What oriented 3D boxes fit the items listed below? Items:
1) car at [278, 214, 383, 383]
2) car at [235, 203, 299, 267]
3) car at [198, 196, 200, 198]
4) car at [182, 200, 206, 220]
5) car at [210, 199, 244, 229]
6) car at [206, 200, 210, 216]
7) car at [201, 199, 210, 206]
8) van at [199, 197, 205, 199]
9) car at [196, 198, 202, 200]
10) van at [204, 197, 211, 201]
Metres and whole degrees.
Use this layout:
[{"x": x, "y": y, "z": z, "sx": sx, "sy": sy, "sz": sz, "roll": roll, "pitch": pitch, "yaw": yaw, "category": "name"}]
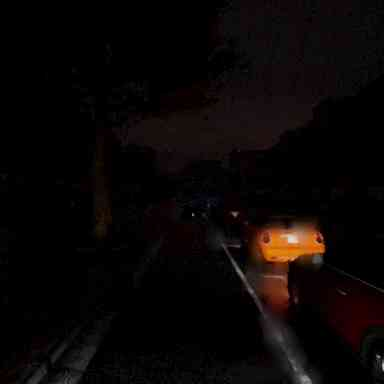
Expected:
[{"x": 2.995, "y": 1.399, "z": 5.008, "sx": 2.097, "sy": 1.767, "sz": 4.553, "roll": 0, "pitch": -1, "yaw": 0, "category": "car"}, {"x": 3.004, "y": 1.463, "z": 12.008, "sx": 2.097, "sy": 1.767, "sz": 4.553, "roll": 0, "pitch": -1, "yaw": 0, "category": "car"}, {"x": 2.747, "y": 2.117, "z": 73.002, "sx": 1.967, "sy": 1.590, "sz": 4.097, "roll": 1, "pitch": -1, "yaw": 0, "category": "car"}, {"x": 0.128, "y": 1.794, "z": 31.820, "sx": 1.837, "sy": 1.490, "sz": 4.892, "roll": 0, "pitch": 0, "yaw": 1, "category": "car"}, {"x": 2.682, "y": 1.525, "z": 23.139, "sx": 2.192, "sy": 1.841, "sz": 5.009, "roll": 1, "pitch": -1, "yaw": 0, "category": "car"}, {"x": 2.694, "y": 1.854, "z": 34.218, "sx": 1.887, "sy": 1.381, "sz": 4.507, "roll": 1, "pitch": -1, "yaw": 0, "category": "car"}, {"x": 2.739, "y": 2.148, "z": 67.631, "sx": 1.752, "sy": 1.417, "sz": 4.829, "roll": 1, "pitch": -1, "yaw": 0, "category": "car"}, {"x": 2.733, "y": 1.907, "z": 61.922, "sx": 1.690, "sy": 1.788, "sz": 3.998, "roll": 1, "pitch": -1, "yaw": 0, "category": "van"}, {"x": 0.129, "y": 1.936, "z": 45.387, "sx": 1.812, "sy": 1.442, "sz": 4.674, "roll": 0, "pitch": -1, "yaw": 1, "category": "car"}, {"x": 2.704, "y": 1.700, "z": 39.761, "sx": 1.690, "sy": 1.788, "sz": 3.998, "roll": 1, "pitch": -1, "yaw": 0, "category": "van"}]
